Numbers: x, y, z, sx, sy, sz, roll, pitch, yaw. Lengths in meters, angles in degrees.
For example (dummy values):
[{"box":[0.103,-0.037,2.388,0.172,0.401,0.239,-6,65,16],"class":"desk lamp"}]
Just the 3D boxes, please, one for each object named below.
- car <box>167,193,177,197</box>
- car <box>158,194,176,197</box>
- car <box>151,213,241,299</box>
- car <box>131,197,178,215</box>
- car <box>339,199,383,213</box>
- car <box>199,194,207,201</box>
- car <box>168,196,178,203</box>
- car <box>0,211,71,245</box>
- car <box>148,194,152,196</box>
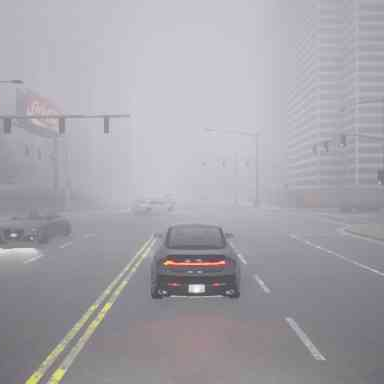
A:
[{"box":[-3.959,1.221,61.298,2.150,2.045,5.566,0,0,0],"class":"car"},{"box":[-3.911,1.526,51.719,1.812,1.442,4.674,0,0,0],"class":"car"},{"box":[0.056,1.505,8.462,1.837,1.490,4.892,0,0,-1],"class":"car"},{"box":[-3.902,1.525,33.449,4.674,1.442,1.812,0,1,-44],"class":"car"},{"box":[18.448,1.477,35.673,5.008,1.535,1.882,0,0,-1],"class":"car"},{"box":[2.924,1.355,88.718,2.097,1.767,4.553,0,0,0],"class":"car"},{"box":[-3.962,1.595,71.344,1.895,1.301,4.718,0,0,0],"class":"car"},{"box":[-7.189,1.564,15.400,1.994,1.385,4.181,0,0,0],"class":"car"},{"box":[-7.409,1.491,47.742,2.128,1.511,4.902,0,0,0],"class":"car"}]
